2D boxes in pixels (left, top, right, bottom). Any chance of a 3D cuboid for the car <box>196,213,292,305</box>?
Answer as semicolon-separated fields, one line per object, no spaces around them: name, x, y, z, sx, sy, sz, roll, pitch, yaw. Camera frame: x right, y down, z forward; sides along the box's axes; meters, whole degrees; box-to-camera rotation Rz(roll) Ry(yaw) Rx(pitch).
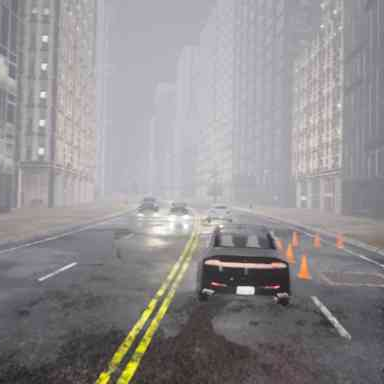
car;1.179;1.537;8.294;2.128;1.511;4.902;1;0;5

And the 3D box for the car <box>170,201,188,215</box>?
car;-1.347;1.659;35.637;1.895;1.301;4.718;1;0;-1

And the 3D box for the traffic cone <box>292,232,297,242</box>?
traffic cone;4.669;2.098;15.117;0.340;0.580;0.340;1;0;5

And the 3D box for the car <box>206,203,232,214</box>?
car;2.134;1.641;26.665;1.812;1.442;4.674;1;0;1

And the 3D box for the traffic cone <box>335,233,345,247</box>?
traffic cone;6.659;2.144;14.928;0.340;0.580;0.340;1;0;5

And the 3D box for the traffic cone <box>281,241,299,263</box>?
traffic cone;3.298;2.056;11.228;0.340;0.580;0.340;1;0;5

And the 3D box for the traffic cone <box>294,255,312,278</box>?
traffic cone;3.110;2.047;9.237;0.340;0.580;0.340;1;0;5

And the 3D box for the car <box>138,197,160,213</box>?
car;-4.627;1.330;36.339;2.097;1.767;4.553;1;0;-2

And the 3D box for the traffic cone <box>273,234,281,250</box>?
traffic cone;3.486;2.066;13.219;0.340;0.580;0.340;1;0;5

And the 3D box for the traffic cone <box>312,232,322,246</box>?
traffic cone;5.664;2.121;15.022;0.340;0.580;0.340;1;0;5
